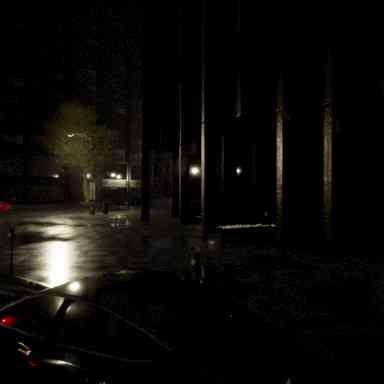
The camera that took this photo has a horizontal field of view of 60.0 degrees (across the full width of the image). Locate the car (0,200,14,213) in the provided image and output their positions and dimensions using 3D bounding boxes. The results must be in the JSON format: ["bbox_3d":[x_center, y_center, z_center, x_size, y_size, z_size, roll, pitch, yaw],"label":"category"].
[{"bbox_3d":[-20.247,1.518,33.400,1.994,1.385,4.181,0,0,35],"label":"car"}]

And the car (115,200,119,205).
[{"bbox_3d":[-10.211,1.457,53.231,1.994,1.385,4.181,0,0,35],"label":"car"}]

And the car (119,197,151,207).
[{"bbox_3d":[-8.240,1.436,50.394,1.812,1.442,4.674,0,0,35],"label":"car"}]

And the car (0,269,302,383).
[{"bbox_3d":[-1.013,1.566,3.674,4.313,1.339,1.947,0,0,35],"label":"car"}]
